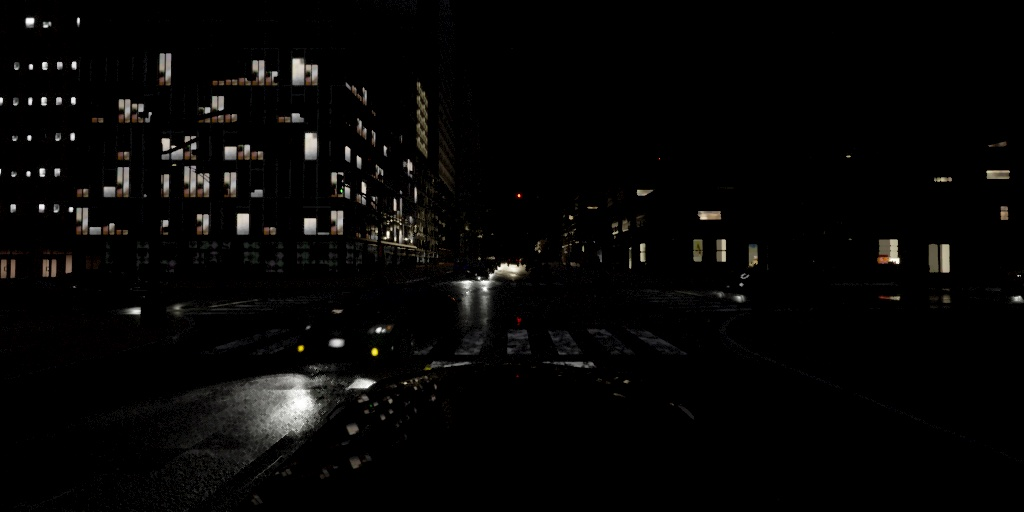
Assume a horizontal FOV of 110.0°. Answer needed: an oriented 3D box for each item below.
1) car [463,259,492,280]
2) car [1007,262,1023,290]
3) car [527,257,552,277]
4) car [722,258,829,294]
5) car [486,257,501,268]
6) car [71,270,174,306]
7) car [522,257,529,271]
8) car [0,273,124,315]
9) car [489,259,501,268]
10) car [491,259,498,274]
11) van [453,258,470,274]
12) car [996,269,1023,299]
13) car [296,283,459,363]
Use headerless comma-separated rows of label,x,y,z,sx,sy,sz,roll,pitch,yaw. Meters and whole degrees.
car,-3.017,1.280,32.071,1.812,1.442,4.674,0,0,-1
car,29.088,1.017,18.437,4.674,1.442,1.812,0,-1,1
car,2.753,1.194,34.972,1.967,1.591,4.097,0,0,0
car,13.517,0.991,18.643,4.553,1.767,2.097,-1,-1,1
car,-3.003,1.303,52.300,2.033,1.411,5.357,0,0,0
car,-17.867,1.359,15.783,5.008,1.535,1.882,-1,-1,1
car,2.774,1.070,46.320,2.192,1.841,5.009,0,0,0
car,-17.398,1.412,13.170,4.207,1.307,1.802,0,0,1
car,-2.938,1.234,62.720,1.882,1.535,5.008,0,0,1
car,-3.024,1.319,42.020,1.994,1.385,4.181,0,0,0
van,-5.618,1.096,40.623,1.690,1.789,3.998,0,0,0
car,20.710,0.994,12.734,4.829,1.417,1.751,0,0,1
car,-2.694,1.315,8.154,1.994,1.385,4.181,0,0,10
